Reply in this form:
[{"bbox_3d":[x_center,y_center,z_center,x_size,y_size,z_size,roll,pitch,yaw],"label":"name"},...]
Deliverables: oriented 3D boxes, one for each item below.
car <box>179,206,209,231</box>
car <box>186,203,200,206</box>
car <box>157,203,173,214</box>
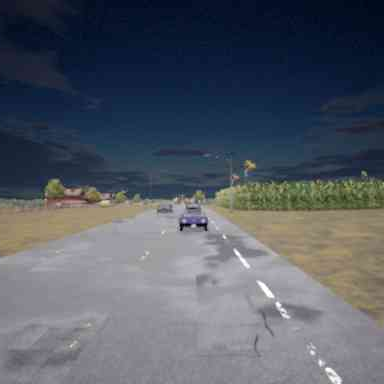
[{"bbox_3d":[0.106,1.838,22.674,1.895,1.301,4.718,0,-1,0],"label":"car"},{"bbox_3d":[0.111,1.946,36.279,1.837,1.490,4.892,0,-1,0],"label":"car"},{"bbox_3d":[-3.566,2.144,44.585,1.994,1.385,4.181,0,-1,0],"label":"car"}]
